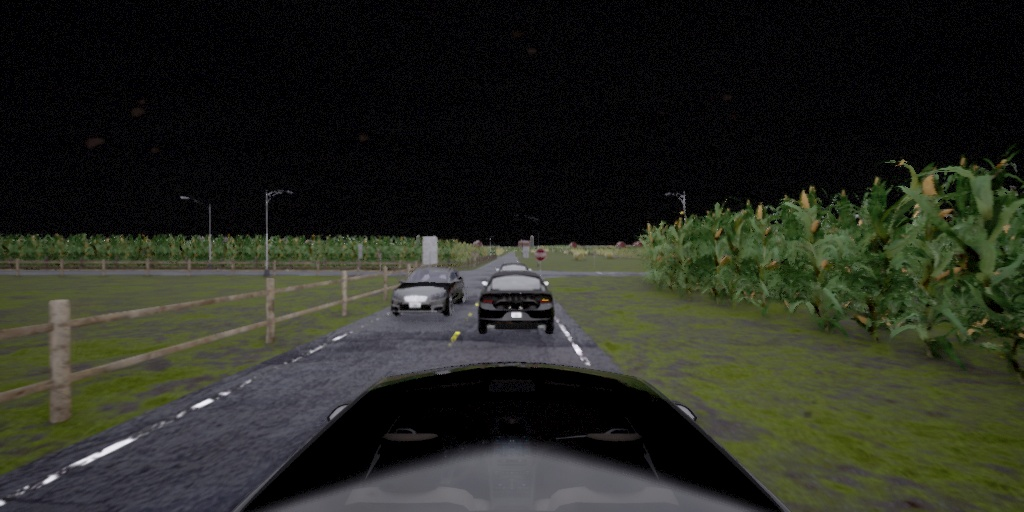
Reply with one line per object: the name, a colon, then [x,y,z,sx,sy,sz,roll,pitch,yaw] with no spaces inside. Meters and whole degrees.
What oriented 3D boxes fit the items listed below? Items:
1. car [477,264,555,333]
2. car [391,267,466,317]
car: [0.101,1.166,10.509,1.882,1.535,5.008,0,0,0]
car: [-2.830,1.162,12.951,2.128,1.511,4.902,0,0,0]
